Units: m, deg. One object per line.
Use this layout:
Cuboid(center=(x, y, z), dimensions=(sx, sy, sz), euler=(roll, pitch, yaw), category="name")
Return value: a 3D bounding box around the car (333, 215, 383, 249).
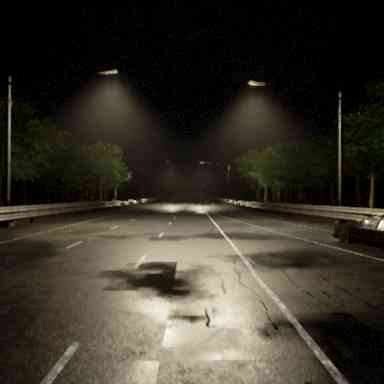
Cuboid(center=(7.829, 1.617, 13.098), dimensions=(2.033, 1.411, 5.357), euler=(1, -1, -9), category="car")
